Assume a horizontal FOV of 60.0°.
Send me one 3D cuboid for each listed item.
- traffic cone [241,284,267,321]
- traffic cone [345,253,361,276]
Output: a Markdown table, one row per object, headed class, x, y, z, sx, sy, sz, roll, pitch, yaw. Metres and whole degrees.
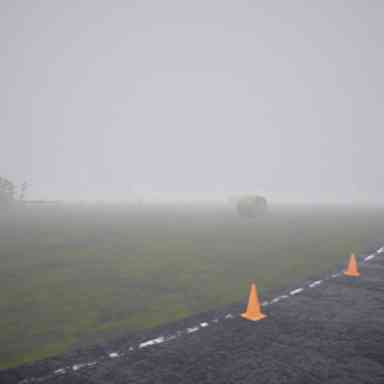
| class | x | y | z | sx | sy | sz | roll | pitch | yaw |
| --- | --- | --- | --- | --- | --- | --- | --- | --- | --- |
| traffic cone | 1.152 | 2.012 | 6.182 | 0.340 | 0.580 | 0.340 | 0 | -1 | -41 |
| traffic cone | 4.588 | 2.038 | 9.488 | 0.340 | 0.580 | 0.340 | 0 | -1 | 43 |
